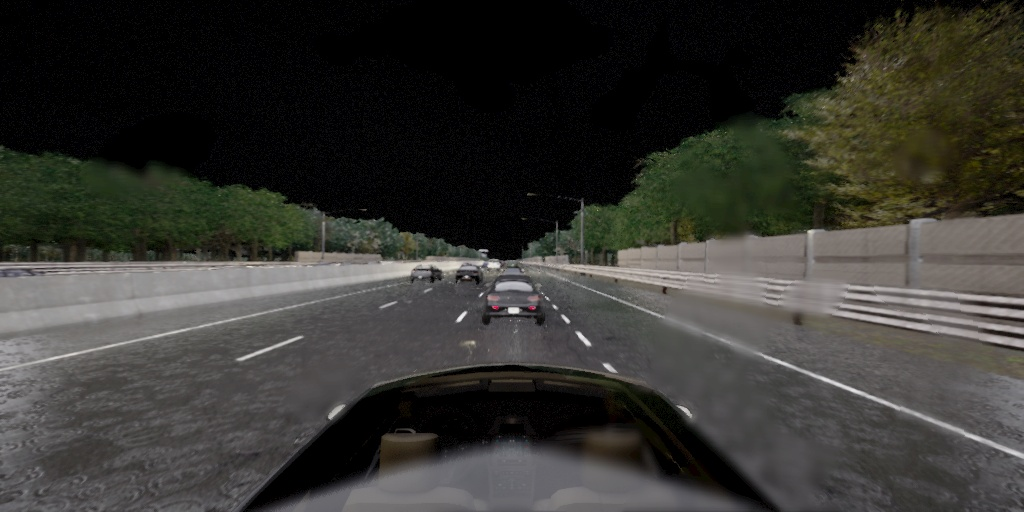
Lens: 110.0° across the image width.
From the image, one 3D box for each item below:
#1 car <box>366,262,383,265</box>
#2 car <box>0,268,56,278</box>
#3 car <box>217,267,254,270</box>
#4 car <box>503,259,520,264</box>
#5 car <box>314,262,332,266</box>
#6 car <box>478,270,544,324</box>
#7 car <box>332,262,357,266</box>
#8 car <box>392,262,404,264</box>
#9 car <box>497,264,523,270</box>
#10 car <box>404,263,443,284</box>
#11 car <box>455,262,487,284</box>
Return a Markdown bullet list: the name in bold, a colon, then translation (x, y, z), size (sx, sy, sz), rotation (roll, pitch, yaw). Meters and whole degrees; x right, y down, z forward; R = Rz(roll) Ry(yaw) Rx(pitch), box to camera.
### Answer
- **car**: translation (-20.929, 1.612, 54.691), size (1.837, 1.490, 4.892), rotation (1, -1, 1)
- **car**: translation (-21.003, 1.183, 14.253), size (2.033, 1.411, 5.357), rotation (1, -1, 1)
- **car**: translation (-17.450, 1.351, 22.294), size (1.895, 1.301, 4.718), rotation (1, -1, 0)
- **car**: translation (0.104, 1.554, 55.382), size (2.150, 2.045, 5.566), rotation (1, -1, 0)
- **car**: translation (-27.936, 1.578, 53.648), size (1.994, 1.385, 4.181), rotation (1, -1, 1)
- **car**: translation (0.050, 1.364, 12.246), size (1.812, 1.442, 4.674), rotation (1, 0, 0)
- **car**: translation (-24.440, 1.617, 53.673), size (1.994, 1.385, 4.181), rotation (1, -1, 1)
- **car**: translation (-17.433, 1.618, 54.730), size (1.882, 1.535, 5.008), rotation (1, -1, 1)
- **car**: translation (0.071, 1.572, 29.481), size (1.994, 1.385, 4.181), rotation (1, -1, 0)
- **car**: translation (-6.928, 1.427, 29.500), size (2.128, 1.511, 4.902), rotation (1, -1, 0)
- **car**: translation (-3.428, 1.450, 29.505), size (1.882, 1.535, 5.008), rotation (1, -1, 0)
